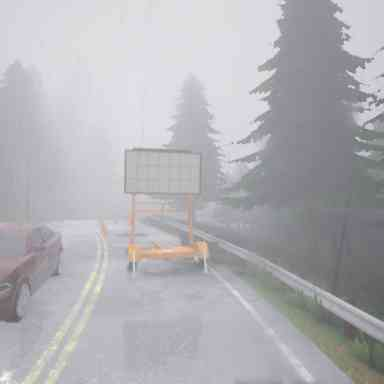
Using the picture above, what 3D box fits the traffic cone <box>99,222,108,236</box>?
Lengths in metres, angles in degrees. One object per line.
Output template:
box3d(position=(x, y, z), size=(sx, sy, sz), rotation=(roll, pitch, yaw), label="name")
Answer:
box3d(position=(-4.357, 1.914, 16.685), size=(0.340, 0.580, 0.340), rotation=(1, 0, -17), label="traffic cone")

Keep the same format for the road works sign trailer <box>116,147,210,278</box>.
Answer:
box3d(position=(-0.938, 0.468, 10.383), size=(2.380, 3.560, 2.880), rotation=(1, 0, -17), label="road works sign trailer")

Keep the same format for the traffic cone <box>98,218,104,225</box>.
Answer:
box3d(position=(-4.955, 1.907, 18.590), size=(0.340, 0.580, 0.340), rotation=(2, 0, -17), label="traffic cone")

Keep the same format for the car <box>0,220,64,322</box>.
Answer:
box3d(position=(-4.117, 1.443, 7.198), size=(1.882, 1.535, 5.008), rotation=(1, 0, -10), label="car")

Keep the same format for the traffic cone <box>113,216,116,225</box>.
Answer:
box3d(position=(-5.208, 1.945, 22.709), size=(0.340, 0.580, 0.340), rotation=(1, -1, -17), label="traffic cone")
